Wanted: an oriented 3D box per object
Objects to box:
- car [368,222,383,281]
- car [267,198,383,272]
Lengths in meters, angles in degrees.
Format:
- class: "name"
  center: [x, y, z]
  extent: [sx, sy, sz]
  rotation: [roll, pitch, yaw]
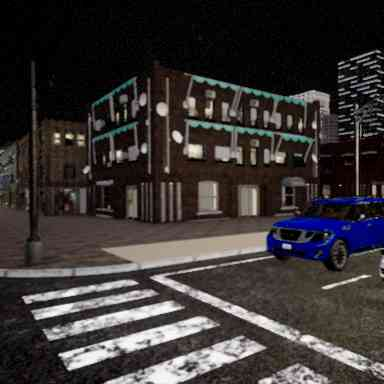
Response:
- class: "car"
  center: [6.603, 1.527, 8.390]
  extent: [4.674, 1.442, 1.812]
  rotation: [0, 0, -36]
- class: "car"
  center: [4.998, 1.223, 11.233]
  extent: [5.566, 2.045, 2.150]
  rotation: [0, 0, -35]
